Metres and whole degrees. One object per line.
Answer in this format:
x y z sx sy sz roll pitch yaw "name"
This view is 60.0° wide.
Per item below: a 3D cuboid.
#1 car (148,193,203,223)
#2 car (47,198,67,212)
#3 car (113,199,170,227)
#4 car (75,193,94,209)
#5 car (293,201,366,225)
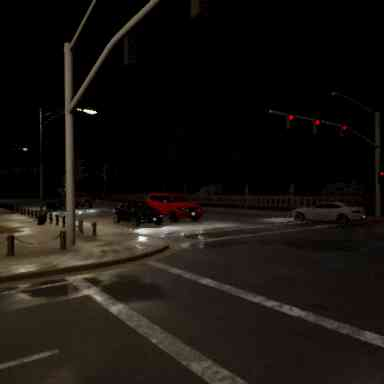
-1.522 1.106 25.320 2.150 2.045 5.566 -1 1 -36 "car"
-15.499 1.457 38.572 1.812 1.442 4.674 -1 1 -36 "car"
-3.711 1.437 22.389 1.837 1.490 4.892 -1 1 -36 "car"
-14.599 1.110 43.267 2.150 2.045 5.566 -1 1 -36 "car"
9.171 1.340 22.482 4.674 1.442 1.812 0 2 44 "car"
